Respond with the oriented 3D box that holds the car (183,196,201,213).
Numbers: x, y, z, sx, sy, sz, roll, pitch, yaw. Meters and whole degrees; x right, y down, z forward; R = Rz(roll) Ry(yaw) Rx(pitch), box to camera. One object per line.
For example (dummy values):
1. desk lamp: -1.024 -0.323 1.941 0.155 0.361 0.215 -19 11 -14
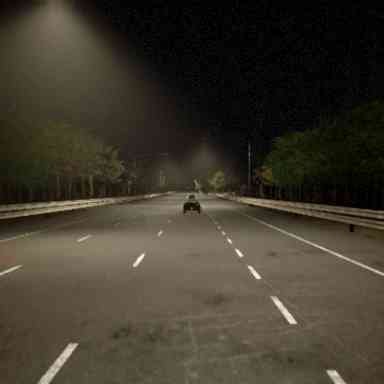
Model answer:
1. car: -0.012 1.519 37.613 2.128 1.511 4.902 0 0 0
